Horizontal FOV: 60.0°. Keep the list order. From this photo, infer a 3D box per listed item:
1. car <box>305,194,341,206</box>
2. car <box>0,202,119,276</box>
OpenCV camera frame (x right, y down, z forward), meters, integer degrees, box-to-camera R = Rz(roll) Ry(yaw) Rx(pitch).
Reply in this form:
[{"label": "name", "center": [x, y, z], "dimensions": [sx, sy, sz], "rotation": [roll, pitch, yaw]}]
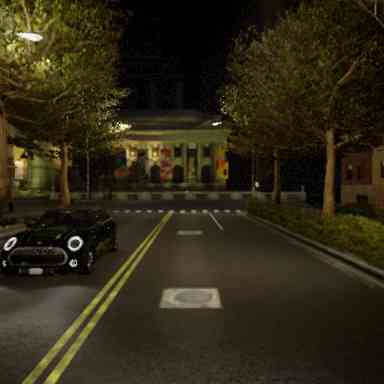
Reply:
[{"label": "car", "center": [16.017, 0.984, 39.684], "dimensions": [4.892, 1.490, 1.837], "rotation": [0, 1, 0]}, {"label": "car", "center": [-3.649, 1.232, 9.994], "dimensions": [2.097, 1.767, 4.553], "rotation": [0, 1, 0]}]
